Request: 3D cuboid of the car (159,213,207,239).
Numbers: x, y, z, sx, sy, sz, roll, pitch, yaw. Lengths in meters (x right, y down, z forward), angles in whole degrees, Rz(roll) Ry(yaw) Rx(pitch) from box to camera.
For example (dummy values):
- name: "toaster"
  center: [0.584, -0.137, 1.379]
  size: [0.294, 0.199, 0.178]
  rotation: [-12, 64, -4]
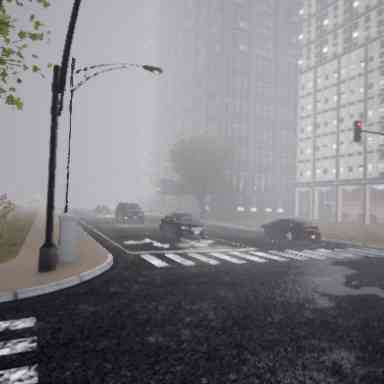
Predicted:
- name: "car"
  center: [-0.672, 2.148, 21.614]
  size: [2.128, 1.511, 4.902]
  rotation: [3, -2, -24]

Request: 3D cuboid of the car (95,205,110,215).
- name: "car"
  center: [-14.149, 2.817, 52.697]
  size: [2.128, 1.511, 4.902]
  rotation: [3, -2, -23]

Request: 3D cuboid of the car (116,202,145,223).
- name: "car"
  center: [-6.633, 2.165, 35.288]
  size: [2.150, 2.045, 5.566]
  rotation: [3, -1, -23]

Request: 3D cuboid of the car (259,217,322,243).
- name: "car"
  center: [6.161, 2.397, 21.407]
  size: [1.837, 1.490, 4.892]
  rotation: [0, -2, -21]
